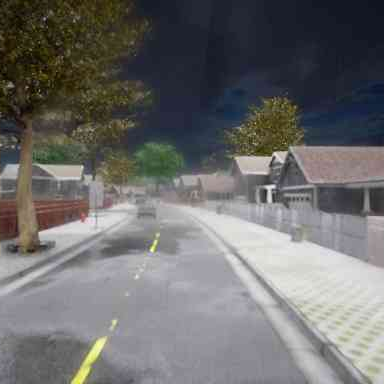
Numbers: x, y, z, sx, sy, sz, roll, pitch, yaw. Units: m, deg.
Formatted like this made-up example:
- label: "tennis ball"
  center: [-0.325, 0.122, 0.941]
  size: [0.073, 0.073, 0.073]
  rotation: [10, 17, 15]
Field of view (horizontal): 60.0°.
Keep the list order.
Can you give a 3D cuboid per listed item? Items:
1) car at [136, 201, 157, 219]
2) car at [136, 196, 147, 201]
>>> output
- label: "car"
  center: [-4.462, 1.887, 33.357]
  size: [2.033, 1.411, 5.357]
  rotation: [0, -1, -6]
- label: "car"
  center: [-11.569, 2.009, 75.349]
  size: [2.150, 2.045, 5.566]
  rotation: [0, -1, -13]
